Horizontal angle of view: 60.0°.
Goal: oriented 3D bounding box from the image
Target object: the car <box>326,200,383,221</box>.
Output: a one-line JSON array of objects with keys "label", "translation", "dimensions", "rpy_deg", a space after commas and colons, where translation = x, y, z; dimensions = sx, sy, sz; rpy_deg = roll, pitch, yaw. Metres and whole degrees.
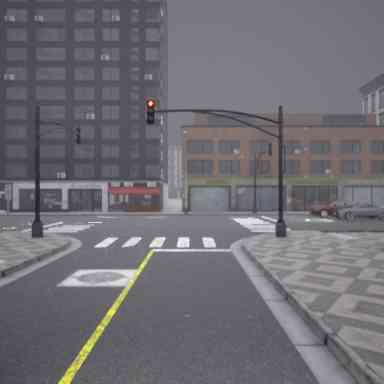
[{"label": "car", "translation": [13.415, 1.540, 26.608], "dimensions": [4.181, 1.385, 1.994], "rpy_deg": [0, 0, 0]}]

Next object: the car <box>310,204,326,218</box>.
[{"label": "car", "translation": [13.161, 1.479, 29.862], "dimensions": [5.008, 1.535, 1.882], "rpy_deg": [0, 0, 1]}]
